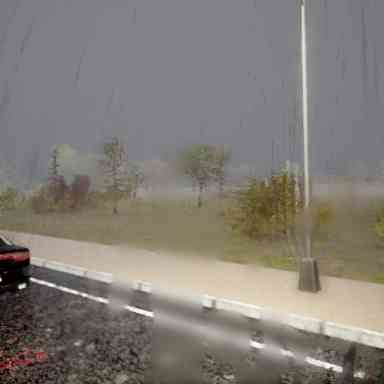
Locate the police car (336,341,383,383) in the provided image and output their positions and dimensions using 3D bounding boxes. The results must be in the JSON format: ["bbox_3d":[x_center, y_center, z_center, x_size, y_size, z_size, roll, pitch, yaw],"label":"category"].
[{"bbox_3d":[3.153,1.505,1.307,4.974,1.542,2.038,0,0,35],"label":"police car"}]

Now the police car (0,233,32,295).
[{"bbox_3d":[-5.788,1.431,7.773,5.238,1.638,1.930,0,0,36],"label":"police car"}]
